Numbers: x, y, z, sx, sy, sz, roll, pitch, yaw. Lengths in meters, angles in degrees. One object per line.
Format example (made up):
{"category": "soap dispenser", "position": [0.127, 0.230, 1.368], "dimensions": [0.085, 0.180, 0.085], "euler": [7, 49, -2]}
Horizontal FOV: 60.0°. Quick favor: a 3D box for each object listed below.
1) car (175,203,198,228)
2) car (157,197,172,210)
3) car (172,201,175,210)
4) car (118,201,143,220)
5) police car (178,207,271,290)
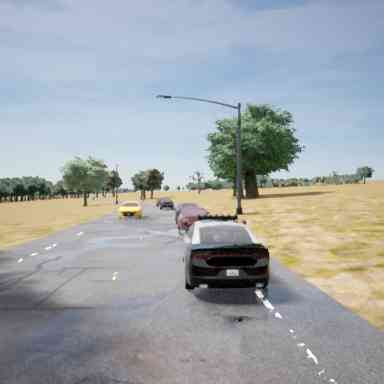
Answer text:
{"category": "car", "position": [0.102, 1.573, 19.264], "dimensions": [1.812, 1.442, 4.674], "euler": [0, 0, -4]}
{"category": "car", "position": [-3.528, 1.692, 46.116], "dimensions": [1.837, 1.490, 4.892], "euler": [0, -1, -7]}
{"category": "car", "position": [-0.358, 1.570, 25.281], "dimensions": [1.837, 1.490, 4.892], "euler": [0, 0, -5]}
{"category": "car", "position": [-5.336, 1.552, 29.353], "dimensions": [1.882, 1.535, 5.008], "euler": [0, 0, -5]}
{"category": "police car", "position": [0.698, 1.445, 9.334], "dimensions": [1.930, 1.638, 5.238], "euler": [0, 0, -3]}
